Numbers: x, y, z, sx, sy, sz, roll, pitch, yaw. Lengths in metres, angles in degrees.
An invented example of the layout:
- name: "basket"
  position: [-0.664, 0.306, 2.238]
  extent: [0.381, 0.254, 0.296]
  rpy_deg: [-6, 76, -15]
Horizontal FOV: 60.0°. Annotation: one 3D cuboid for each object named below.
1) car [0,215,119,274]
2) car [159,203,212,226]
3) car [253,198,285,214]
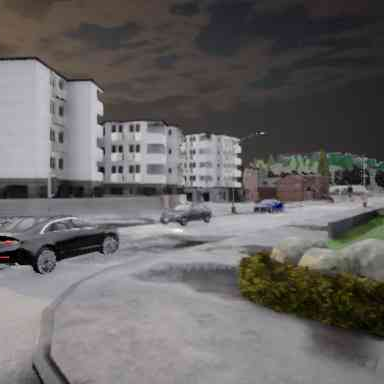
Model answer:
- name: "car"
  position: [-4.262, 1.485, 10.664]
  extent: [2.128, 1.511, 4.902]
  rpy_deg: [-1, 0, 22]
- name: "car"
  position: [-0.320, 1.516, 23.480]
  extent: [1.812, 1.442, 4.674]
  rpy_deg: [0, 0, 35]
- name: "car"
  position: [8.266, 1.467, 35.519]
  extent: [1.882, 1.535, 5.008]
  rpy_deg: [0, 0, 36]
